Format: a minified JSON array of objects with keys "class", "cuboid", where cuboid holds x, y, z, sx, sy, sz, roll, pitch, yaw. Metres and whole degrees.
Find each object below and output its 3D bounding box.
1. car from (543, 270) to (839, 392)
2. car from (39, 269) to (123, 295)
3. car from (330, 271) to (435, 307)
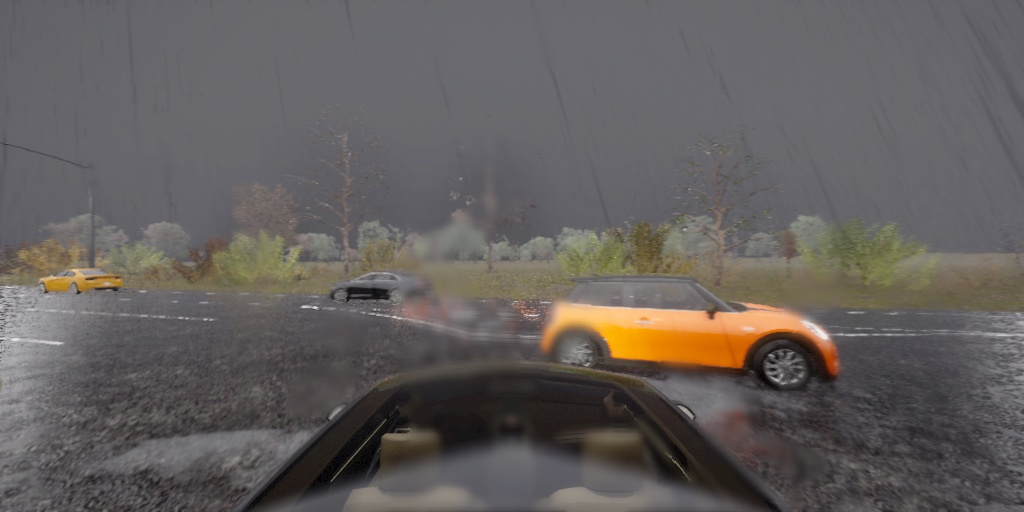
[{"class":"car","cuboid":[2.928,1.135,6.604,4.553,1.767,2.097,-1,-1,16]},{"class":"car","cuboid":[-26.704,1.538,22.211,5.008,1.535,1.882,0,-1,16]},{"class":"car","cuboid":[-5.938,1.418,16.407,4.902,1.511,2.128,0,-1,16]}]
